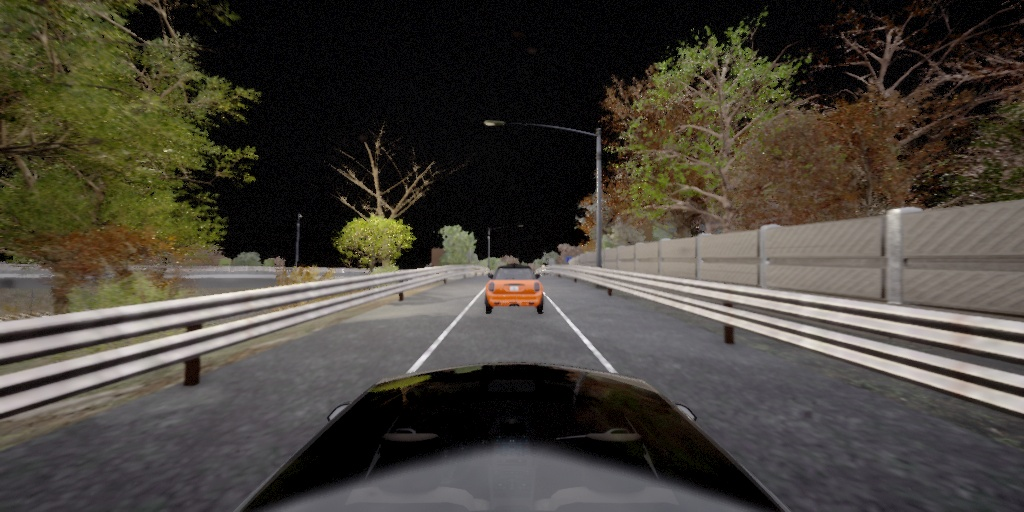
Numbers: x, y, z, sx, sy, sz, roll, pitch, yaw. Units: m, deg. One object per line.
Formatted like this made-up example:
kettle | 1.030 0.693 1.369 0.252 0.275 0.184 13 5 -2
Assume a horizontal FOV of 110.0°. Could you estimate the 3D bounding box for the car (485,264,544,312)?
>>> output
car | 0.090 1.137 14.462 2.097 1.767 4.553 0 0 0
